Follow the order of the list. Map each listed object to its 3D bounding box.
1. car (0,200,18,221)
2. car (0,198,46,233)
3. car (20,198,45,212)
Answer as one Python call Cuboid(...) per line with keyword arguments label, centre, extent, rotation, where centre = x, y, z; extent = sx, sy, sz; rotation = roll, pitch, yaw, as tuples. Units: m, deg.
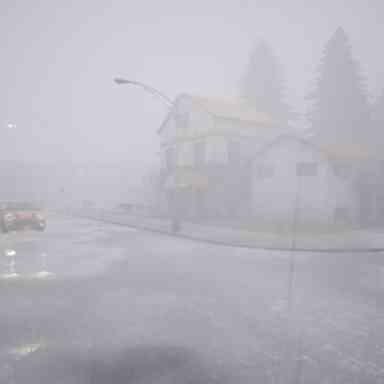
Cuboid(label="car", centre=(-16.033, 1.507, 27.936), extent=(1.837, 1.490, 4.892), rotation=(0, 0, -35))
Cuboid(label="car", centre=(-10.170, 1.354, 19.670), extent=(2.097, 1.767, 4.553), rotation=(0, 0, -35))
Cuboid(label="car", centre=(-19.160, 1.496, 39.732), extent=(2.128, 1.511, 4.902), rotation=(0, 0, -33))
